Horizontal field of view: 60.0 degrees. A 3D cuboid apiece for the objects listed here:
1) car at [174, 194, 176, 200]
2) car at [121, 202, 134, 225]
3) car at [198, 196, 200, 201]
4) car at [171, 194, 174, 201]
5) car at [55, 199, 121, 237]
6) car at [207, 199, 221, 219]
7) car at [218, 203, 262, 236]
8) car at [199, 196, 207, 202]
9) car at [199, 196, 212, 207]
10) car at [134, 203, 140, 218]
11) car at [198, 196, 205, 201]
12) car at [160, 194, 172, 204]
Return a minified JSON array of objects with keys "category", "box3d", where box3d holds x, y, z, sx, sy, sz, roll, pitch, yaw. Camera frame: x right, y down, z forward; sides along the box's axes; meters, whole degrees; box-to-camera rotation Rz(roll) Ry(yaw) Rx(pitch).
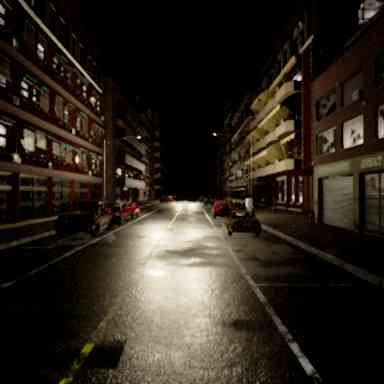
[{"category":"car","box3d":[-5.771,1.704,85.971,1.887,1.381,4.507,0,0,0]},{"category":"car","box3d":[-5.713,1.487,23.972,1.967,1.590,4.097,0,0,0]},{"category":"car","box3d":[2.621,1.665,74.872,1.752,1.417,4.829,0,0,0]},{"category":"car","box3d":[-5.761,1.691,74.699,2.008,1.369,4.403,0,0,0]},{"category":"car","box3d":[-5.706,1.351,18.337,2.192,1.841,5.009,0,0,0]},{"category":"car","box3d":[2.662,1.602,29.613,1.887,1.381,4.507,0,0,0]},{"category":"car","box3d":[2.673,1.562,18.511,1.752,1.417,4.829,0,0,0]},{"category":"car","box3d":[2.615,1.715,80.339,1.947,1.339,4.313,0,0,0]},{"category":"car","box3d":[2.641,1.650,52.157,2.008,1.369,4.403,0,0,0]},{"category":"car","box3d":[-5.718,1.603,29.610,1.887,1.381,4.507,0,0,0]},{"category":"car","box3d":[2.604,1.751,91.611,1.802,1.307,4.206,0,0,0]},{"category":"car","box3d":[-5.755,1.681,69.062,2.008,1.369,4.403,0,0,0]}]
